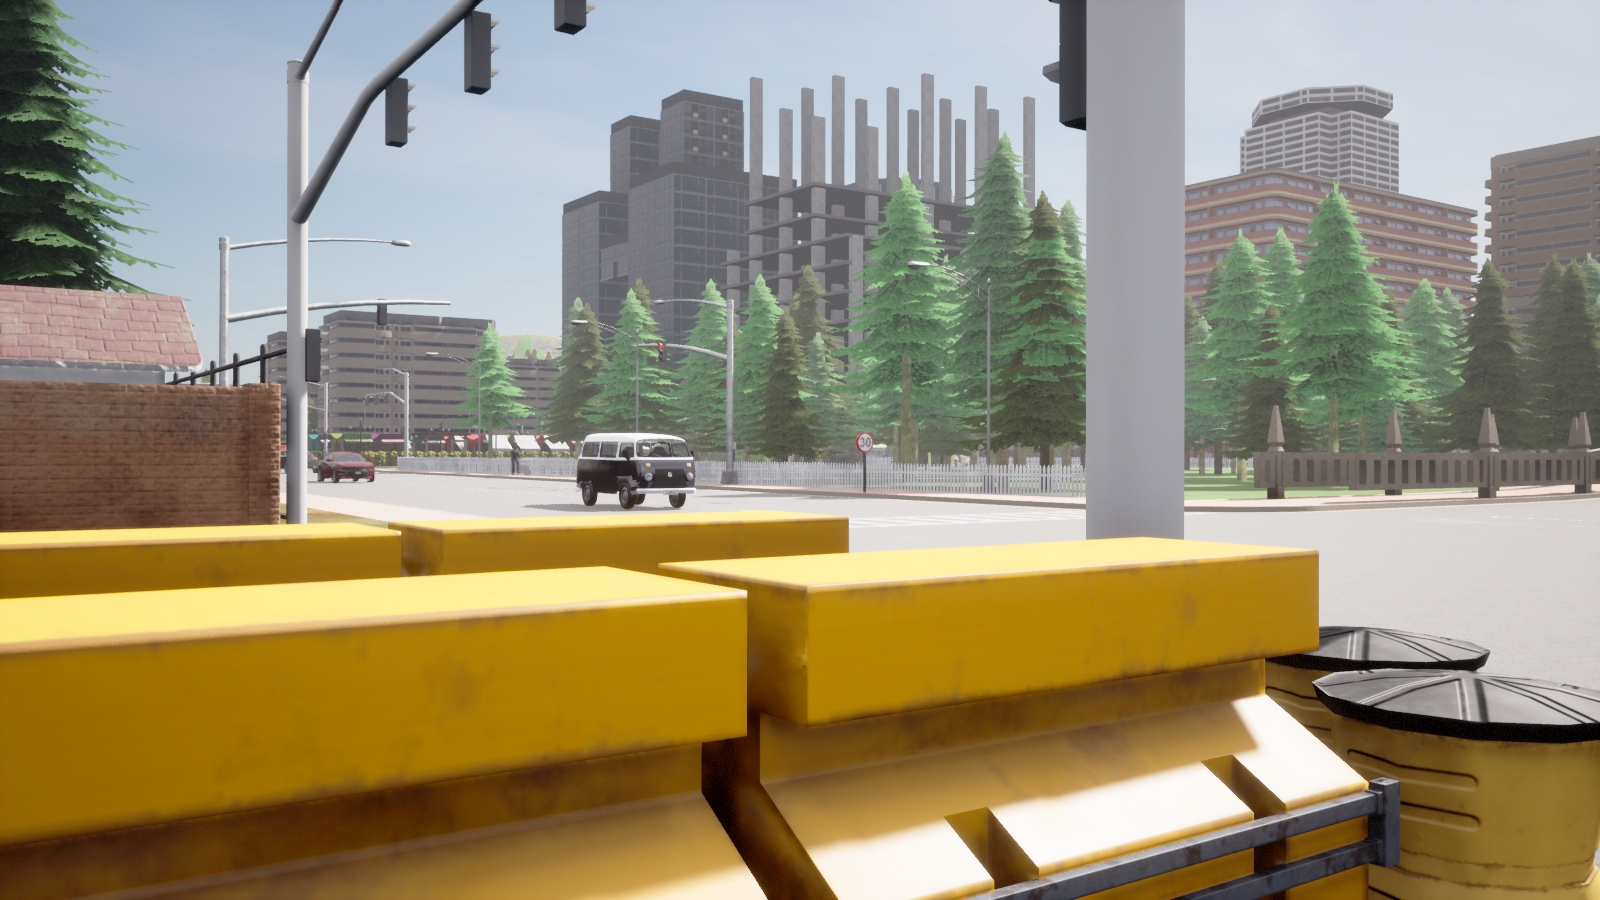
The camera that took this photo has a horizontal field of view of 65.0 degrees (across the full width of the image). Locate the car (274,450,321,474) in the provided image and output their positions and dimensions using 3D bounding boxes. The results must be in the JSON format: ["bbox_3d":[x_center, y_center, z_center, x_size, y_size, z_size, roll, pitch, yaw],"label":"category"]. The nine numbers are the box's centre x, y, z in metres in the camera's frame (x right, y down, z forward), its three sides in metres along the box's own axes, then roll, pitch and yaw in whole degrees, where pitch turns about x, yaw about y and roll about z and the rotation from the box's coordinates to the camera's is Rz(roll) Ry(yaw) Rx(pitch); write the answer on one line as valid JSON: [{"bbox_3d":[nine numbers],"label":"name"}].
[{"bbox_3d":[-35.247,0.813,88.001,2.152,1.651,5.027,0,0,-33],"label":"car"}]

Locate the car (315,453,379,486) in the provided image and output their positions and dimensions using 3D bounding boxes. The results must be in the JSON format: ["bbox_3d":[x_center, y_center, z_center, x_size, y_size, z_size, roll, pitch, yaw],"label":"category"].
[{"bbox_3d":[-22.286,0.921,61.672,1.882,1.535,5.008,0,0,-33],"label":"car"}]

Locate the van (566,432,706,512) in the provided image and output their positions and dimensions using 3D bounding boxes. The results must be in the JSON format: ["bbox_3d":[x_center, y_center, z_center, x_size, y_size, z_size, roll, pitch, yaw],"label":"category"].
[{"bbox_3d":[-4.568,0.562,34.452,2.069,2.038,4.480,0,0,-33],"label":"van"}]

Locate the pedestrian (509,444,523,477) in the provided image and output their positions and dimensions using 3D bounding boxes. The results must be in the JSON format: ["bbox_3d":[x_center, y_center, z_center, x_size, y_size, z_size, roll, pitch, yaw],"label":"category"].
[{"bbox_3d":[-16.527,0.617,73.028,0.563,1.883,0.849,0,0,-33],"label":"pedestrian"}]
